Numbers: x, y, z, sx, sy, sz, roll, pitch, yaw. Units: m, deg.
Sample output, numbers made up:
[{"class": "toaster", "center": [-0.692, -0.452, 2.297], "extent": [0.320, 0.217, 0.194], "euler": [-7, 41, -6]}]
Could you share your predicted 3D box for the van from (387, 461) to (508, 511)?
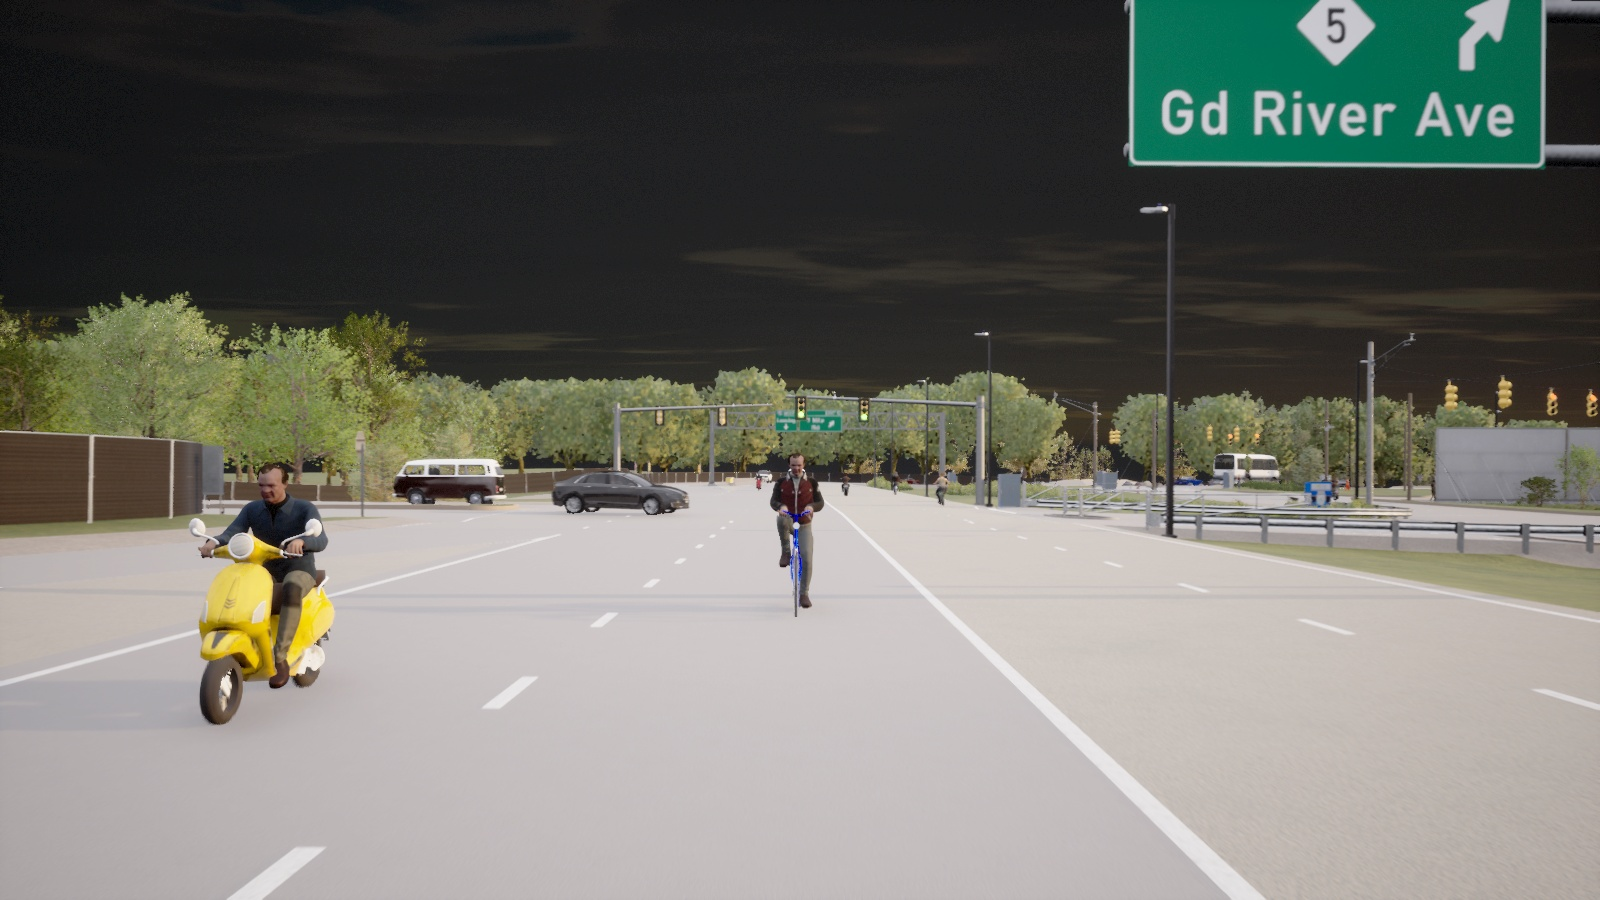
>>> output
[{"class": "van", "center": [-14.785, 1.510, 52.854], "extent": [4.480, 2.038, 2.069], "euler": [0, -1, 0]}]

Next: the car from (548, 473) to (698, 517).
[{"class": "car", "center": [-6.219, 1.573, 44.306], "extent": [4.892, 1.490, 1.837], "euler": [0, -1, 13]}]

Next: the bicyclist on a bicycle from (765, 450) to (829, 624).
[{"class": "bicyclist on a bicycle", "center": [-0.034, 0.912, 13.839], "extent": [0.659, 1.776, 1.843], "euler": [0, -1, 0]}]

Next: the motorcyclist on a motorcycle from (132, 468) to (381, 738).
[{"class": "motorcyclist on a motorcycle", "center": [-3.520, 0.919, 8.343], "extent": [0.866, 1.590, 1.817], "euler": [0, -1, 0]}]
